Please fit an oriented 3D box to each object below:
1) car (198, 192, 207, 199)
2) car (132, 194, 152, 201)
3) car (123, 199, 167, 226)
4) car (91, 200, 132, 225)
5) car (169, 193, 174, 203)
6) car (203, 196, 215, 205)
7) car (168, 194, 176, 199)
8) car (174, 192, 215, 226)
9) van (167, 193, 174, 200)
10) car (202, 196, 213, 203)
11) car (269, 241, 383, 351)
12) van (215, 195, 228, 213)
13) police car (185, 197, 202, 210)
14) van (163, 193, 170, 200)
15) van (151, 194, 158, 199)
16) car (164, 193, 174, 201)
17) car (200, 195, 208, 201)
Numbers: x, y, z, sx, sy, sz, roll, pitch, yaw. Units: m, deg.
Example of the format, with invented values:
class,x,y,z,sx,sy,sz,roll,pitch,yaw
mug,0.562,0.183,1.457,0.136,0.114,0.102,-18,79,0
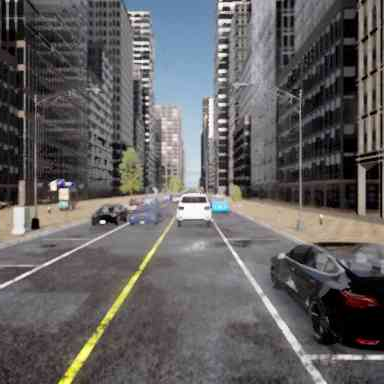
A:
class,x,y,z,sx,sy,sz,roll,pitch,yaw
car,2.896,1.040,91.208,2.192,1.841,5.009,0,0,0
car,-5.613,1.348,34.546,1.967,1.590,4.097,0,0,0
car,-3.046,1.487,23.101,2.033,1.411,5.357,0,0,0
car,-5.638,1.505,23.210,1.947,1.339,4.313,0,0,0
car,-2.874,1.344,64.339,1.812,1.442,4.674,0,0,1
car,2.819,1.386,57.200,1.887,1.381,4.507,0,0,0
car,-5.485,1.270,91.228,1.887,1.381,4.507,0,0,0
car,0.150,1.159,22.753,2.150,2.045,5.566,0,0,0
van,-5.498,1.088,85.560,1.690,1.788,3.998,0,0,0
car,2.832,1.390,62.868,1.947,1.339,4.313,0,0,0
car,2.704,1.550,6.186,1.947,1.339,4.313,0,0,0
van,2.767,1.249,34.526,1.690,1.788,3.998,0,0,0
police car,0.196,1.392,41.552,2.038,1.542,4.974,0,0,0
van,-5.523,1.128,74.224,1.690,1.788,3.998,0,0,0
van,-5.587,1.217,45.882,1.690,1.788,3.998,0,0,0
car,-5.510,1.082,79.891,2.192,1.841,5.009,0,0,0
car,2.871,1.349,79.873,1.802,1.307,4.206,0,0,0
